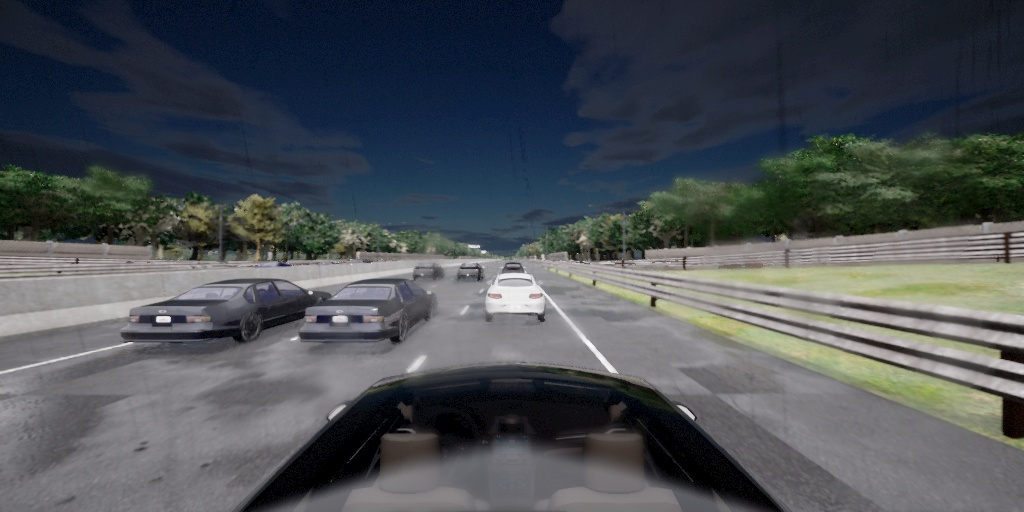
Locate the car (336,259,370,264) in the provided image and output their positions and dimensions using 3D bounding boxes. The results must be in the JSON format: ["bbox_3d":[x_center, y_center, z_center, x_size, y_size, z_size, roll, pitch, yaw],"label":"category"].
[{"bbox_3d":[-17.584,1.162,40.801,2.097,1.767,4.553,0,0,0],"label":"car"}]

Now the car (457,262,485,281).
[{"bbox_3d":[-3.397,1.276,30.176,2.128,1.511,4.902,0,0,0],"label":"car"}]

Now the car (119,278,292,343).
[{"bbox_3d":[-6.899,1.303,9.604,2.033,1.411,5.357,0,0,0],"label":"car"}]

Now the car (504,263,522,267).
[{"bbox_3d":[0.103,1.289,30.358,1.837,1.490,4.892,0,0,0],"label":"car"}]

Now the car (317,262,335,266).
[{"bbox_3d":[-21.081,1.376,40.981,1.994,1.385,4.181,0,0,0],"label":"car"}]

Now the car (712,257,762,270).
[{"bbox_3d":[23.116,0.557,37.115,2.097,1.767,4.553,0,-3,-17],"label":"car"}]

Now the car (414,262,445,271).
[{"bbox_3d":[-6.897,1.276,30.151,2.128,1.511,4.902,0,0,0],"label":"car"}]

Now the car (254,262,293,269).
[{"bbox_3d":[-24.587,1.327,37.050,1.812,1.442,4.674,0,0,0],"label":"car"}]

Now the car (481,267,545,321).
[{"bbox_3d":[0.101,1.283,12.351,1.812,1.442,4.674,0,0,0],"label":"car"}]

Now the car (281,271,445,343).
[{"bbox_3d":[-3.400,1.303,9.610,2.033,1.411,5.357,0,0,0],"label":"car"}]
